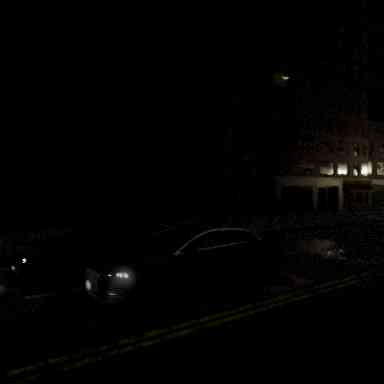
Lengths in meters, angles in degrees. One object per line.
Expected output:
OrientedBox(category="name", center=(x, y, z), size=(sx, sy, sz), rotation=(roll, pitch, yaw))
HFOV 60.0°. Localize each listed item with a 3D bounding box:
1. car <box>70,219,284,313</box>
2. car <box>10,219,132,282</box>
OrientedBox(category="car", center=(0.045, 1.489, 7.710), size=(4.902, 1.511, 2.128), rotation=(0, 0, -36))
OrientedBox(category="car", center=(-2.360, 1.545, 9.987), size=(5.357, 1.411, 2.033), rotation=(0, 0, -35))
